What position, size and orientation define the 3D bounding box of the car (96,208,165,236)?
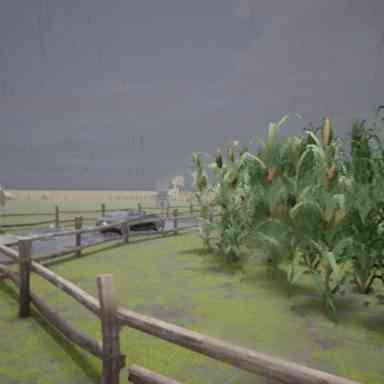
[{"bbox_3d":[-3.444,1.641,19.162,1.994,1.385,4.181,1,0,35],"label":"car"}]
